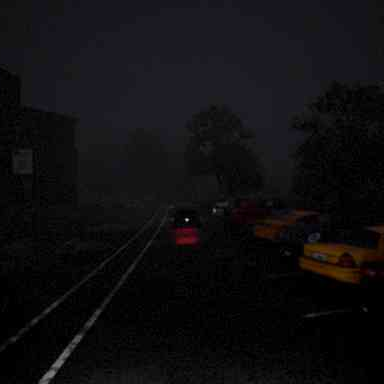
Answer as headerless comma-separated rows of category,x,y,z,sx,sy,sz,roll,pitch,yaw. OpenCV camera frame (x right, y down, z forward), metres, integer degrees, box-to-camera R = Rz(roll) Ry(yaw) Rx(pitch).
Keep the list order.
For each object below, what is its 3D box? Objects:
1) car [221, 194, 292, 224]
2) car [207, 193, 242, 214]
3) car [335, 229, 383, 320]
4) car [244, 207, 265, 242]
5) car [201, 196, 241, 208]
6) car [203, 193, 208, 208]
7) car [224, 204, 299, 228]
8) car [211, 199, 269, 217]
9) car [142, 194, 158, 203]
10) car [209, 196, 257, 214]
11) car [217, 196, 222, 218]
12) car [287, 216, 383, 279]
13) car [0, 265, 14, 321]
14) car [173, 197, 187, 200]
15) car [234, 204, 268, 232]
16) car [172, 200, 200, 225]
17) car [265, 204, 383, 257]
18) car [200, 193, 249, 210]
car,5.010,1.364,20.642,5.566,2.045,2.435,1,0,-22
car,4.634,1.317,29.527,5.566,2.045,2.435,1,1,-23
car,5.278,1.529,5.771,5.008,1.535,2.097,1,-1,-21
car,5.133,1.595,14.682,5.008,1.535,2.097,1,-1,-21
car,3.869,1.330,44.389,4.892,1.521,2.231,0,1,-24
car,4.200,1.183,38.433,5.566,2.045,2.435,0,1,-23
car,4.911,1.640,23.615,4.792,1.488,2.163,1,0,-22
car,4.692,1.531,32.601,5.366,1.575,1.946,0,1,-23
car,-5.681,0.915,45.182,1.882,1.535,5.008,0,1,-4
car,4.408,1.361,35.496,4.553,1.767,2.185,0,1,-23
car,4.750,1.468,26.561,4.553,1.767,2.185,1,0,-22
car,5.421,1.551,8.808,5.366,1.575,1.946,1,-1,-21
car,-4.299,1.601,4.494,1.994,1.385,4.181,0,0,-1
car,-1.228,1.448,41.652,1.994,1.385,4.181,0,1,-3
car,5.075,1.611,17.651,4.892,1.521,2.231,1,0,-22
car,-0.428,1.622,25.128,1.837,1.490,4.892,0,1,-2
car,5.229,1.448,11.718,4.553,1.767,2.185,1,0,-21
car,4.081,1.130,41.432,5.566,2.045,2.435,0,1,-24
